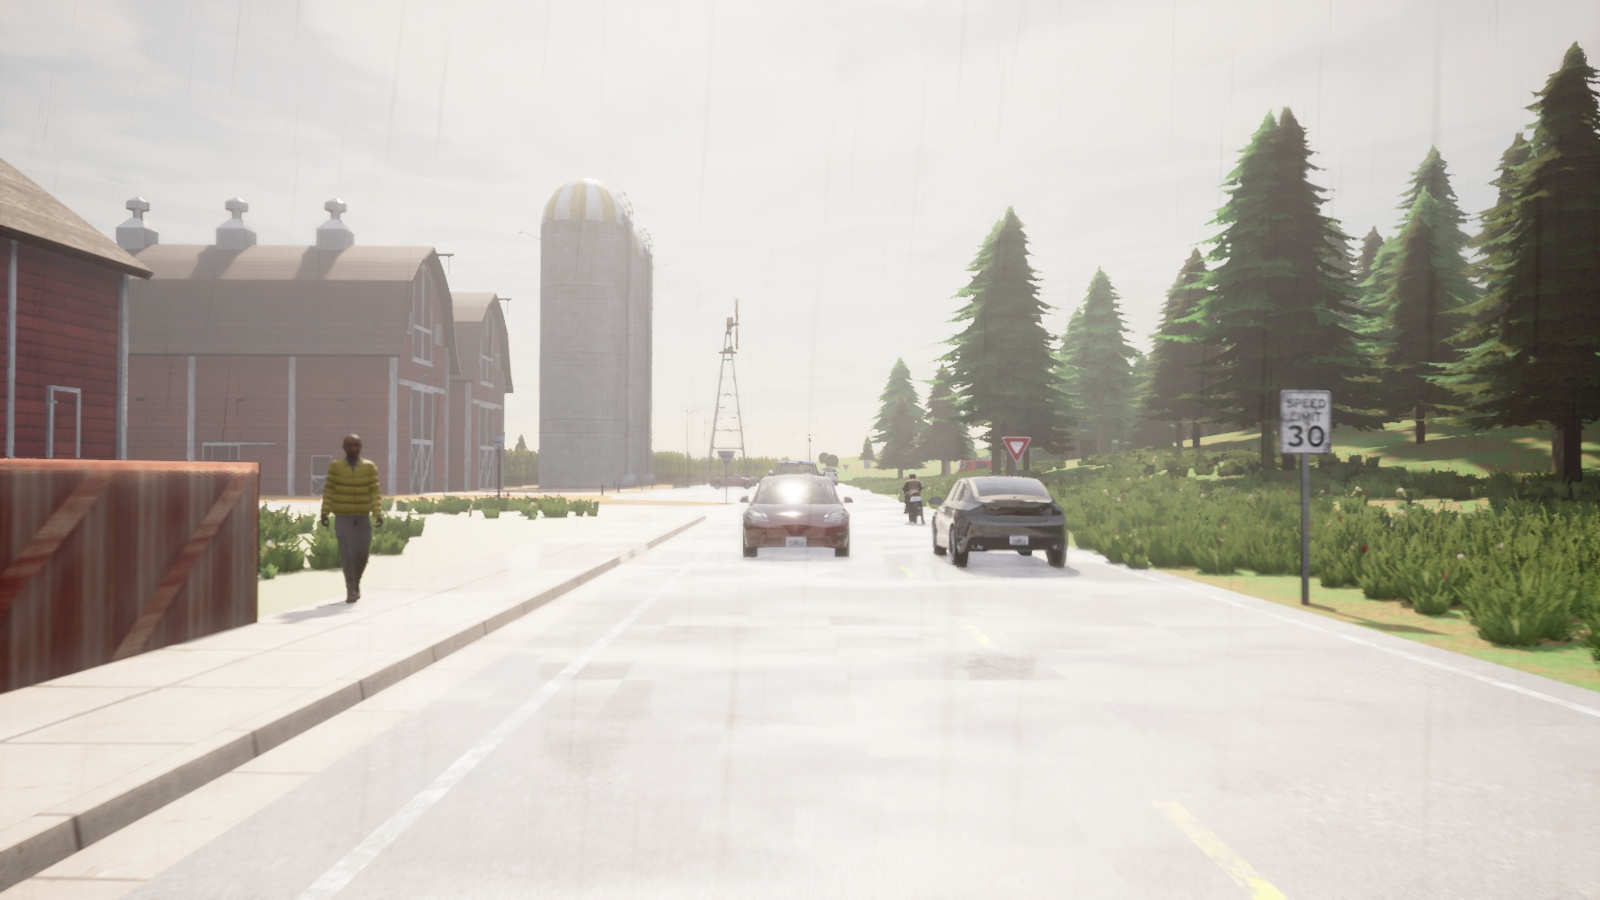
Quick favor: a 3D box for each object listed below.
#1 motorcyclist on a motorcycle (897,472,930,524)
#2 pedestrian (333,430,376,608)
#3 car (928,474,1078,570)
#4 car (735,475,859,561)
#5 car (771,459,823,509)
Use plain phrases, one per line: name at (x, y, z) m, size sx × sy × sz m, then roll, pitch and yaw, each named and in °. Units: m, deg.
motorcyclist on a motorcycle at (3.408, 1.427, 37.801) m, size 0.797 × 1.523 × 2.044 m, roll 0°, pitch -1°, yaw 0°
pedestrian at (-4.758, 0.718, 13.398) m, size 0.370 × 1.835 × 0.726 m, roll 0°, pitch -1°, yaw -24°
car at (3.445, 1.185, 22.228) m, size 1.837 × 1.490 × 4.892 m, roll 0°, pitch -1°, yaw 0°
car at (-0.060, 1.229, 24.322) m, size 2.163 × 1.488 × 4.792 m, roll 0°, pitch -1°, yaw 0°
car at (-0.133, 1.450, 54.035) m, size 2.150 × 2.045 × 5.566 m, roll 0°, pitch -1°, yaw 0°
